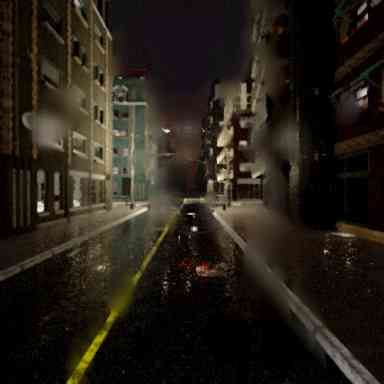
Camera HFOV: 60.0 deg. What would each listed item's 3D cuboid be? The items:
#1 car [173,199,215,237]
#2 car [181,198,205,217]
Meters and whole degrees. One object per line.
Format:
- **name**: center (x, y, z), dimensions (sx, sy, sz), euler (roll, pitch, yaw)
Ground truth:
- **car**: center (0.103, 1.290, 16.530), dimensions (1.837, 1.490, 4.892), euler (0, 1, 0)
- **car**: center (0.103, 1.242, 28.354), dimensions (1.895, 1.301, 4.718), euler (0, 1, 0)
